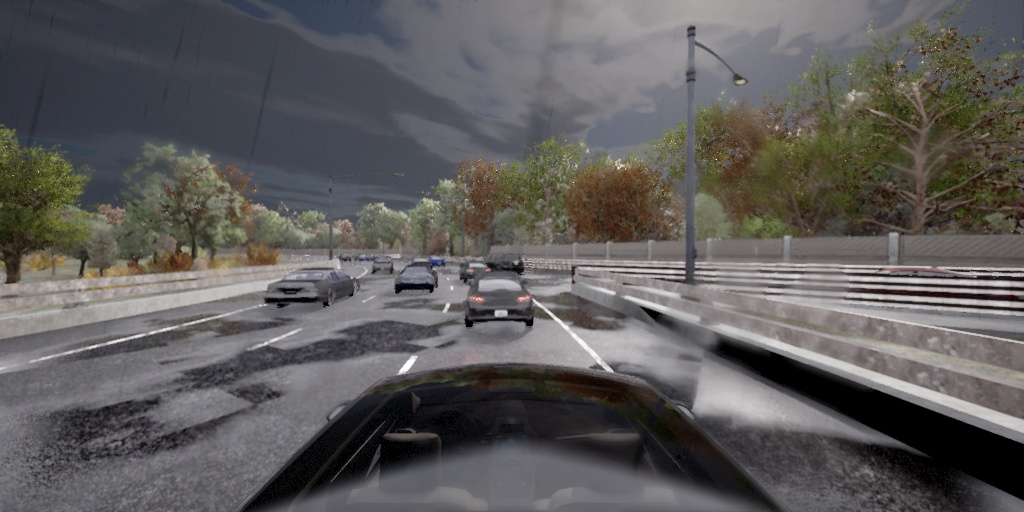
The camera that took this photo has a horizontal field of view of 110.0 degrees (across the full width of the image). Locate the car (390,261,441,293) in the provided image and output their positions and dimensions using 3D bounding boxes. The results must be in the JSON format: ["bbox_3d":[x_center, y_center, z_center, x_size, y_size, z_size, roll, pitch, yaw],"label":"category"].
[{"bbox_3d":[-5.085,1.148,19.401,1.994,1.385,4.181,0,1,-10],"label":"car"}]

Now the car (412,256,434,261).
[{"bbox_3d":[-9.465,0.899,36.684,1.882,1.535,5.008,0,1,-18],"label":"car"}]

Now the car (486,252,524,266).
[{"bbox_3d":[-1.140,0.706,31.593,2.150,2.045,5.566,-1,1,-33],"label":"car"}]

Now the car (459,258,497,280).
[{"bbox_3d":[-2.584,1.058,24.881,1.812,1.442,4.674,0,0,-14],"label":"car"}]

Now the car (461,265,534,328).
[{"bbox_3d":[-0.444,1.189,10.907,1.812,1.442,4.674,0,1,-5],"label":"car"}]

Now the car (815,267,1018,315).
[{"bbox_3d":[14.411,1.160,13.275,5.008,1.535,1.882,-1,-1,43],"label":"car"}]

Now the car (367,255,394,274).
[{"bbox_3d":[-12.661,0.927,35.204,2.128,1.511,4.902,0,1,-18],"label":"car"}]

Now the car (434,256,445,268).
[{"bbox_3d":[-10.498,0.786,48.768,1.882,1.535,5.008,0,1,-26],"label":"car"}]

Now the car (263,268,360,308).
[{"bbox_3d":[-7.782,1.177,14.504,2.033,1.411,5.357,0,1,-8],"label":"car"}]
